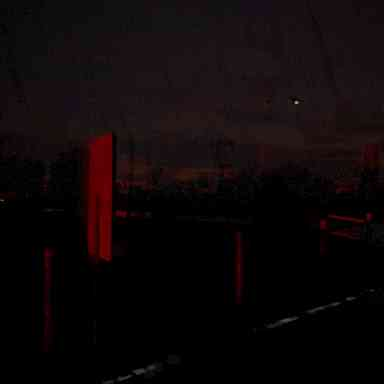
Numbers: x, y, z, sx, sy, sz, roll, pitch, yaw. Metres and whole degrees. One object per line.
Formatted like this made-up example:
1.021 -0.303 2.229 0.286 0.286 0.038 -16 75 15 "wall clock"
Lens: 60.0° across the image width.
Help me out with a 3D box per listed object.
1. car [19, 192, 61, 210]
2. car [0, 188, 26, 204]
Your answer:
-15.382 1.027 34.049 4.181 1.385 1.994 1 0 32 "car"
-23.301 0.570 42.622 5.566 2.045 2.150 1 0 34 "car"
